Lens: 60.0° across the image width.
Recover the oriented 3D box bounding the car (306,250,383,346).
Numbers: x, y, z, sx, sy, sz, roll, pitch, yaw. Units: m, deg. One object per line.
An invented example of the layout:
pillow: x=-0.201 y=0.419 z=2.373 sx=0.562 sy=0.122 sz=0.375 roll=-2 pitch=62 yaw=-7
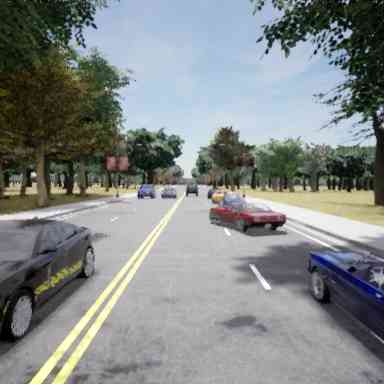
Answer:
car: x=3.250 y=1.469 z=4.718 sx=1.895 sy=1.301 sz=4.718 roll=0 pitch=2 yaw=0

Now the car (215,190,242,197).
car: x=3.251 y=0.838 z=26.679 sx=2.033 sy=1.411 sz=5.357 roll=0 pitch=2 yaw=0

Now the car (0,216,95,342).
car: x=-3.350 y=1.302 z=6.355 sx=1.882 sy=1.535 sz=5.008 roll=0 pitch=2 yaw=0

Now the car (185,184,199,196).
car: x=0.004 y=-0.311 z=58.614 sx=2.150 sy=2.045 sz=5.566 roll=0 pitch=2 yaw=0

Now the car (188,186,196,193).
car: x=0.003 y=-0.540 z=78.467 sx=1.837 sy=1.490 sz=4.892 roll=0 pitch=1 yaw=0

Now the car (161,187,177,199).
car: x=-3.329 y=0.077 z=48.379 sx=2.097 sy=1.767 sz=4.553 roll=0 pitch=1 yaw=0

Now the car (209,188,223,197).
car: x=3.251 y=0.453 z=37.862 sx=1.801 sy=1.575 sz=5.366 roll=0 pitch=1 yaw=0

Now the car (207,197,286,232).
car: x=2.578 y=1.151 z=16.805 sx=1.895 sy=1.301 sz=4.718 roll=-1 pitch=2 yaw=-21

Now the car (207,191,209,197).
car: x=3.251 y=0.149 z=48.669 sx=2.033 sy=1.649 sz=4.856 roll=0 pitch=1 yaw=0

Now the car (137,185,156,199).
car: x=-6.583 y=-0.057 z=48.518 sx=2.150 sy=2.045 sz=5.566 roll=0 pitch=1 yaw=0
